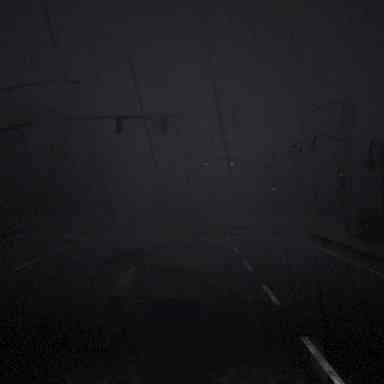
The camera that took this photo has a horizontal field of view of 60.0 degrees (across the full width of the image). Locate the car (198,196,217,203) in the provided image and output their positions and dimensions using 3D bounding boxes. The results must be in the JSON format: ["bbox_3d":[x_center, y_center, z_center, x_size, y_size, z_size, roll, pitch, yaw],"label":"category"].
[{"bbox_3d":[4.314,1.845,81.312,1.882,1.535,5.008,0,0,35],"label":"car"}]

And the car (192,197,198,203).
[{"bbox_3d":[1.427,1.902,83.290,2.033,1.411,5.357,0,0,35],"label":"car"}]

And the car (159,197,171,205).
[{"bbox_3d":[-5.237,1.858,68.967,1.812,1.442,4.674,0,0,15],"label":"car"}]

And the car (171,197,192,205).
[{"bbox_3d":[-2.122,1.825,67.111,1.837,1.490,4.892,0,0,15],"label":"car"}]
